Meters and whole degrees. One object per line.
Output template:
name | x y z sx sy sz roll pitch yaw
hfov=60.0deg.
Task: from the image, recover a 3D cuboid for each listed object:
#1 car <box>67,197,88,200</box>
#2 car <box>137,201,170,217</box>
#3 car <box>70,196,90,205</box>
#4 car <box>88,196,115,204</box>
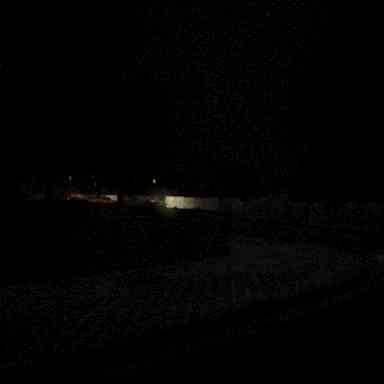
car | -16.666 1.375 47.164 2.033 1.411 5.357 0 0 -36
car | -3.419 1.482 28.439 2.033 1.411 5.357 0 0 -36
car | -18.346 1.410 54.273 1.895 1.301 4.718 0 0 -36
car | -12.348 1.332 45.953 1.882 1.535 5.008 0 0 -35
